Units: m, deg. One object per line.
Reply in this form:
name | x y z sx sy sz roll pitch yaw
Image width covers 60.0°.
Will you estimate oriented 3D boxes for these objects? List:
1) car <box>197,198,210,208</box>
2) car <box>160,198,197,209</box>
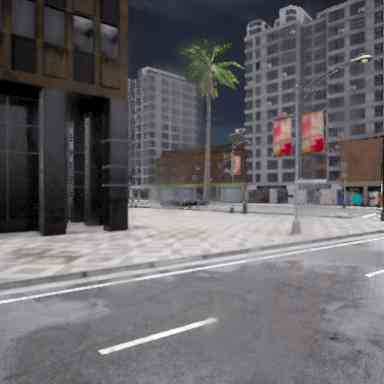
car | 0.286 1.495 46.608 4.718 1.301 1.895 0 0 42
car | -2.012 1.497 44.300 4.718 1.301 1.895 0 0 42
